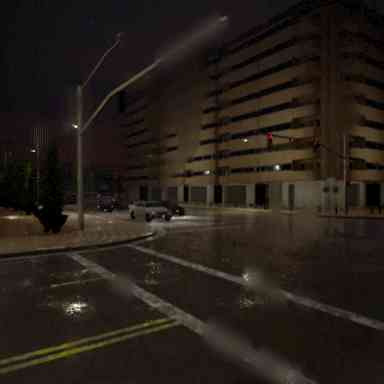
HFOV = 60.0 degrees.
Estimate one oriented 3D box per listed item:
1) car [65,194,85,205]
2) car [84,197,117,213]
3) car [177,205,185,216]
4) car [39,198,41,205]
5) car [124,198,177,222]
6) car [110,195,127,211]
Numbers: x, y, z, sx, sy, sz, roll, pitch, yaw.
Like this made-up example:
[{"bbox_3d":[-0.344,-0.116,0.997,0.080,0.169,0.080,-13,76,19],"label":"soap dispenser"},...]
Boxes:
[{"bbox_3d":[-19.826,1.490,55.442,1.994,1.385,4.181,0,0,-35],"label":"car"},{"bbox_3d":[-10.003,1.531,35.352,1.895,1.301,4.718,0,0,-35],"label":"car"},{"bbox_3d":[-2.429,1.490,30.693,1.994,1.385,4.181,0,0,-35],"label":"car"},{"bbox_3d":[-23.804,1.156,55.041,2.150,2.045,5.566,0,0,-35],"label":"car"},{"bbox_3d":[-3.320,1.456,25.873,1.812,1.442,4.674,0,0,-33],"label":"car"},{"bbox_3d":[-8.188,1.418,38.857,2.128,1.511,4.902,0,0,-35],"label":"car"}]
